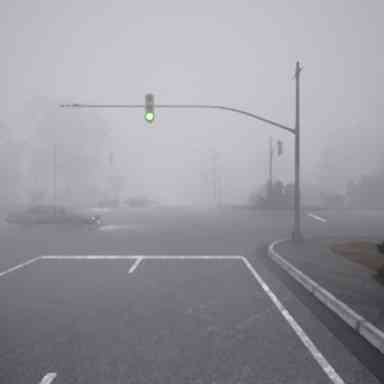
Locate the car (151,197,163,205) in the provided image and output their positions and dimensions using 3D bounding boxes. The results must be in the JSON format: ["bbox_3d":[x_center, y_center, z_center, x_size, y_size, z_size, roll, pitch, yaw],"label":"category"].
[{"bbox_3d":[-7.038,1.684,60.701,1.882,1.535,5.008,0,-3,0],"label":"car"}]

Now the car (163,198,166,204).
[{"bbox_3d":[-6.977,2.127,75.926,1.994,1.385,4.181,0,-2,0],"label":"car"}]

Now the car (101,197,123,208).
[{"bbox_3d":[-10.605,1.322,42.593,1.895,1.301,4.718,0,-1,1],"label":"car"}]

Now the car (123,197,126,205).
[{"bbox_3d":[-10.565,1.531,56.084,1.837,1.490,4.892,0,-1,0],"label":"car"}]

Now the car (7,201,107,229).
[{"bbox_3d":[-8.266,1.438,20.256,5.357,1.411,2.033,0,1,2],"label":"car"}]

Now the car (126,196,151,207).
[{"bbox_3d":[-7.085,1.220,44.538,1.882,1.535,5.008,0,-1,1],"label":"car"}]
